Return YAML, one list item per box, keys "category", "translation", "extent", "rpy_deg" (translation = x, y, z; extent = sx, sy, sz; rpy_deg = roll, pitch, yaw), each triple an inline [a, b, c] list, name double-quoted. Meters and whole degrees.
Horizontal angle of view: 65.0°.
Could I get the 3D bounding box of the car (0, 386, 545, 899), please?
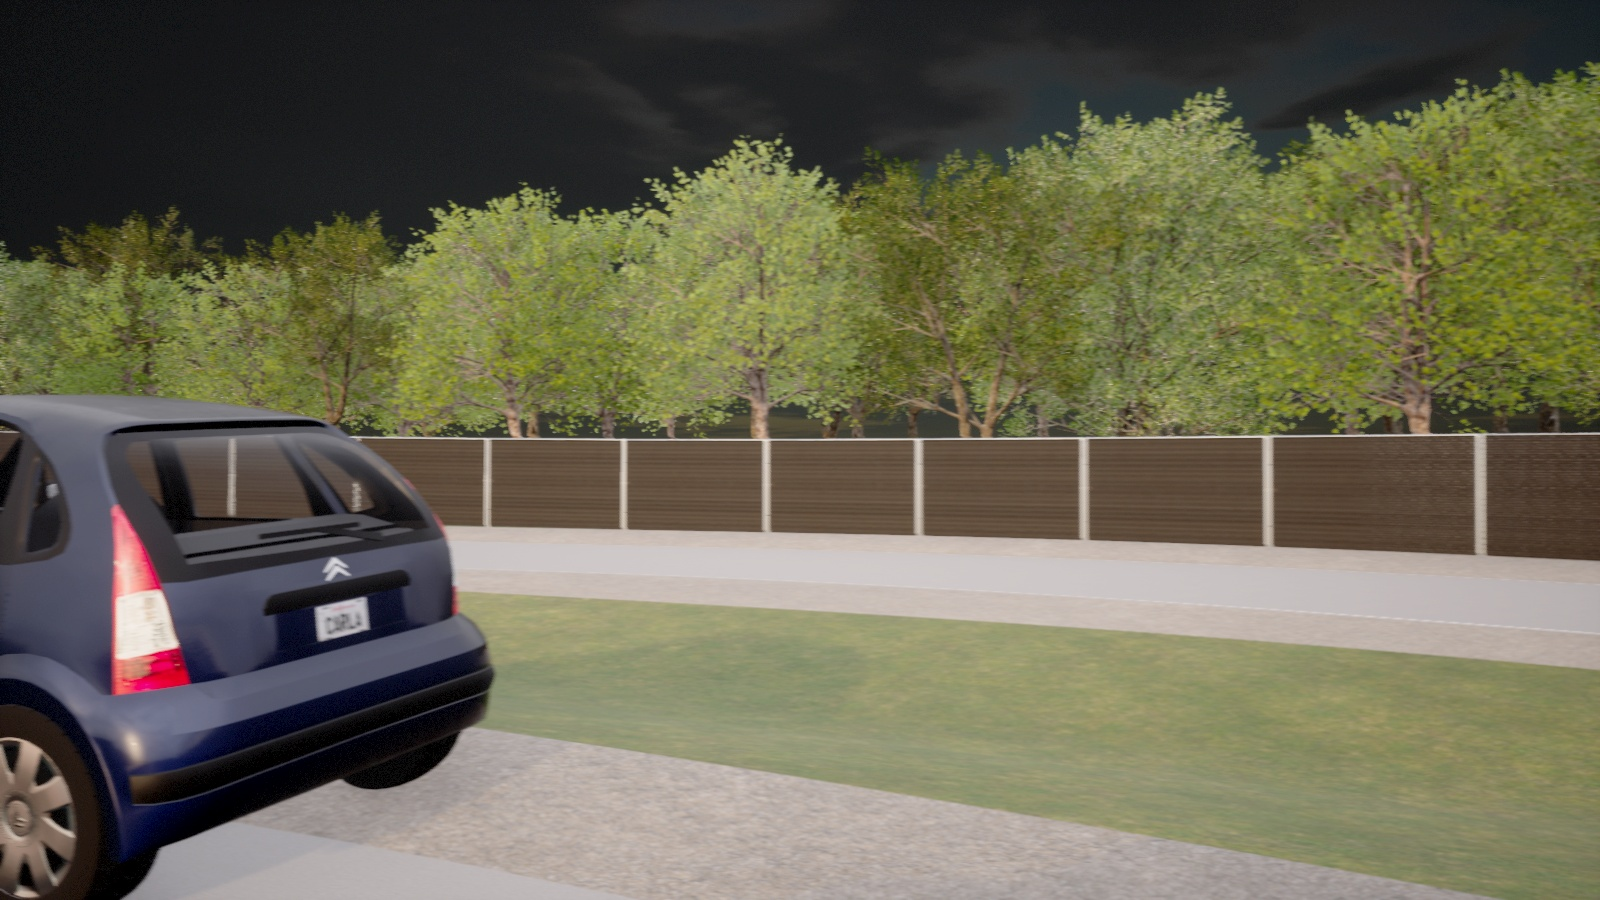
- category: "car"
  translation: [-3.260, 0.603, 5.033]
  extent: [3.988, 1.617, 1.851]
  rpy_deg: [0, 3, 23]
